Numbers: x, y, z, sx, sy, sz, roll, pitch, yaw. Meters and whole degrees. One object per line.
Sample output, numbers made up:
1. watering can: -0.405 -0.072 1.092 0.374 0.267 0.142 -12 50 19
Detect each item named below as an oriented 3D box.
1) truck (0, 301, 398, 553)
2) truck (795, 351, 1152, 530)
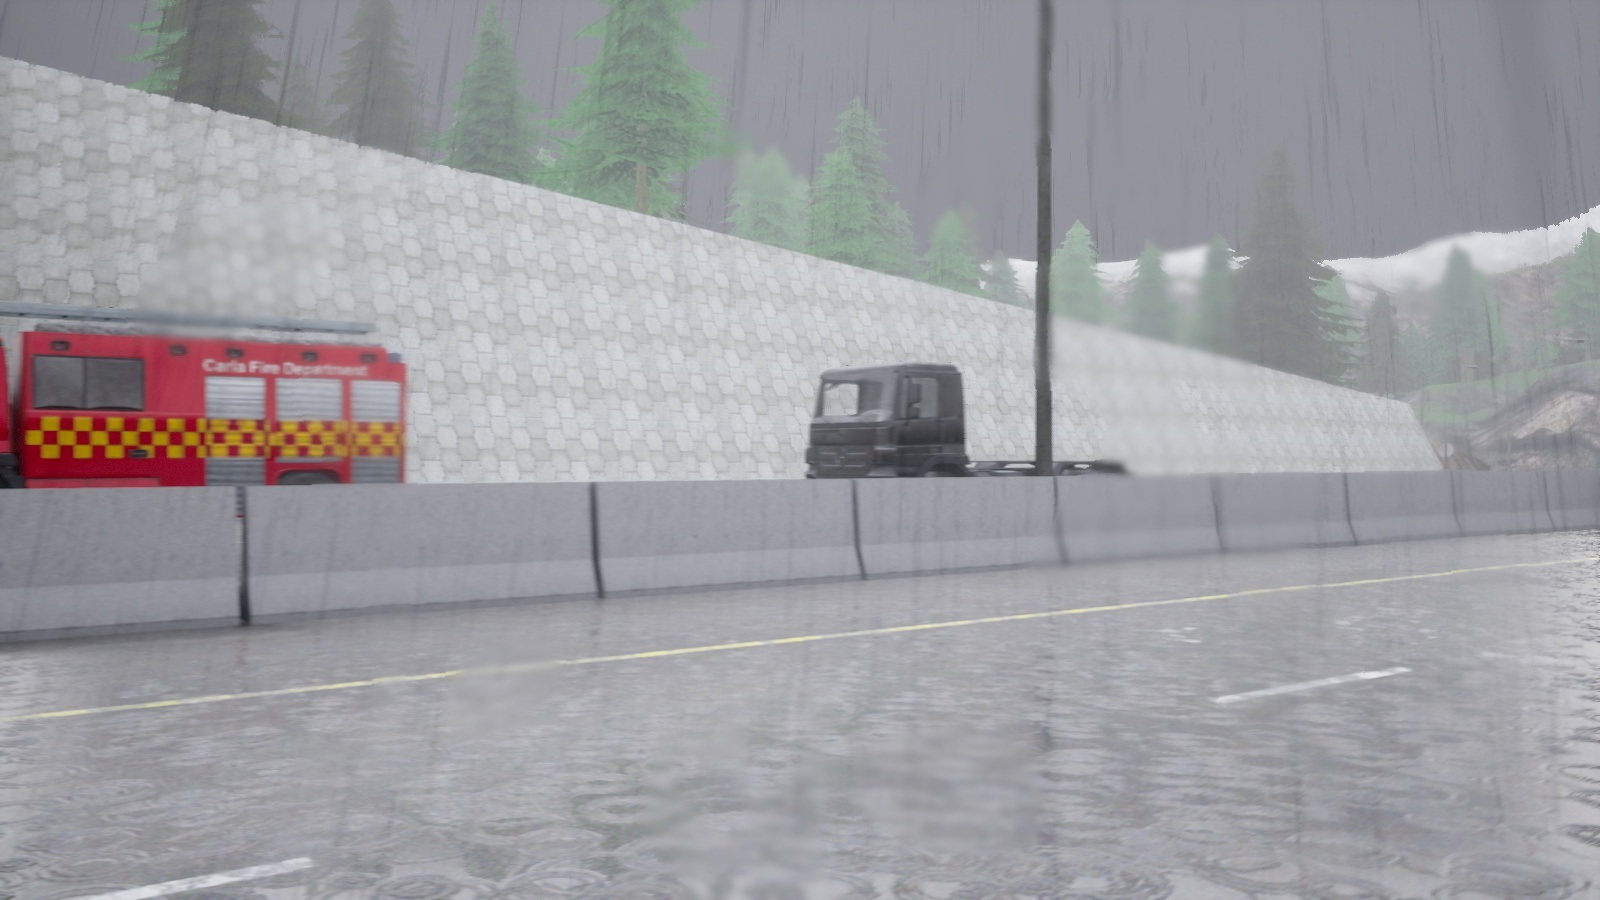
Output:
1. truck: -11.499 -0.343 21.246 8.468 3.827 2.891 0 0 -35
2. truck: 3.988 -0.177 27.760 7.936 3.462 2.891 0 0 -35
